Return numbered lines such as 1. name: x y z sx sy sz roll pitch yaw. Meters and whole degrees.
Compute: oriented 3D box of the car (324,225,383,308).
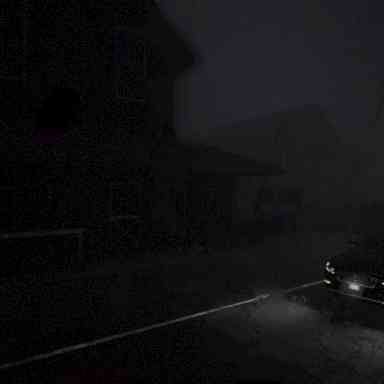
1. car: 4.956 1.504 7.529 4.892 1.490 1.837 0 0 -36
